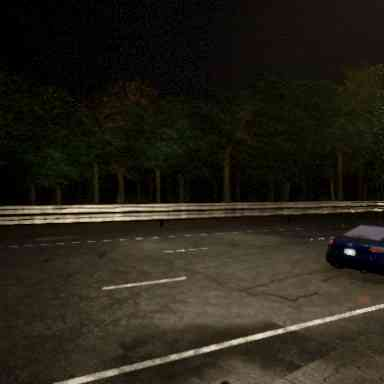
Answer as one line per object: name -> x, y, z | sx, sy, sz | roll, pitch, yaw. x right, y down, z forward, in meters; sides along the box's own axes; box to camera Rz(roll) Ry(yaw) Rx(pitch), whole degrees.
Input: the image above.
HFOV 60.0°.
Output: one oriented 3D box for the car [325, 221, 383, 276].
car -> 5.879, 1.534, 9.558 | 4.181, 1.385, 1.994 | 0, 0, -27
